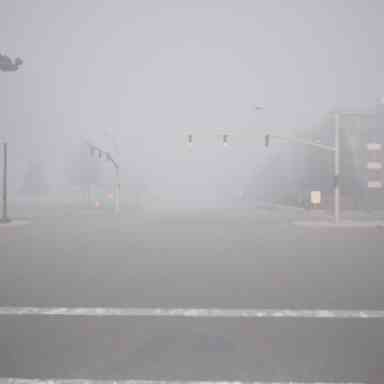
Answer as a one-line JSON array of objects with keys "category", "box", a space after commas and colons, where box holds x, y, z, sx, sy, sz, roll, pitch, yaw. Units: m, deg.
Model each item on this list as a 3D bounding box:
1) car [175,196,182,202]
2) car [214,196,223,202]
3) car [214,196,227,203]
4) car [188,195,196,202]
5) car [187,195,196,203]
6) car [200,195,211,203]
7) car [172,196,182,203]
[{"category": "car", "box": [-3.559, 1.870, 87.645, 1.812, 1.442, 4.674, 0, 0, 0]}, {"category": "car", "box": [6.941, 1.886, 87.653, 2.033, 1.411, 5.357, 0, 0, 0]}, {"category": "car", "box": [6.949, 1.971, 77.682, 1.895, 1.301, 4.718, 0, 0, 0]}, {"category": "car", "box": [-0.059, 1.701, 87.619, 2.097, 1.767, 4.553, 0, 0, 0]}, {"category": "car", "box": [-0.051, 1.927, 77.613, 1.994, 1.385, 4.181, 0, 0, 0]}, {"category": "car", "box": [3.449, 1.928, 77.649, 1.994, 1.385, 4.181, 0, 0, 0]}, {"category": "car", "box": [-3.551, 1.731, 77.615, 2.097, 1.767, 4.553, 0, 0, 0]}]
